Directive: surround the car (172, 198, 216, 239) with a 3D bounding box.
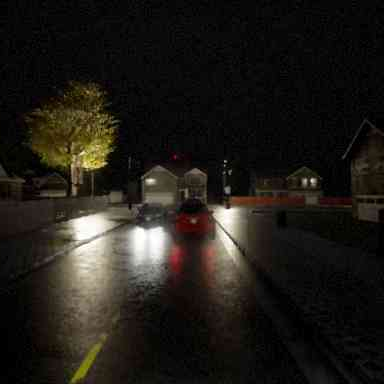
[{"bbox_3d":[0.091,1.358,17.472,2.097,1.767,4.553,0,0,0],"label":"car"}]

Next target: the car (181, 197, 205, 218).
[{"bbox_3d":[0.122,1.362,30.789,2.097,1.767,4.553,0,0,1],"label":"car"}]

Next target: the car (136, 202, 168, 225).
[{"bbox_3d":[-2.834,1.500,24.045,2.128,1.511,4.902,0,0,0],"label":"car"}]
